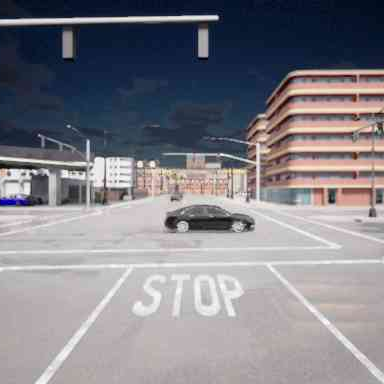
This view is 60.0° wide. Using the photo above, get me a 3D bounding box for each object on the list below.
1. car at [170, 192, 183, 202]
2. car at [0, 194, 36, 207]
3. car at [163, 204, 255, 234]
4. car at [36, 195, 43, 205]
[{"bbox_3d":[-3.212,1.186,64.374,2.033,1.411,5.357,0,0,0],"label":"car"},{"bbox_3d":[-23.291,1.053,42.901,4.611,1.667,2.242,0,0,1],"label":"car"},{"bbox_3d":[0.919,1.452,17.989,4.892,1.490,1.837,0,0,0],"label":"car"},{"bbox_3d":[-24.005,1.182,48.653,3.806,1.475,1.970,0,0,1],"label":"car"}]
